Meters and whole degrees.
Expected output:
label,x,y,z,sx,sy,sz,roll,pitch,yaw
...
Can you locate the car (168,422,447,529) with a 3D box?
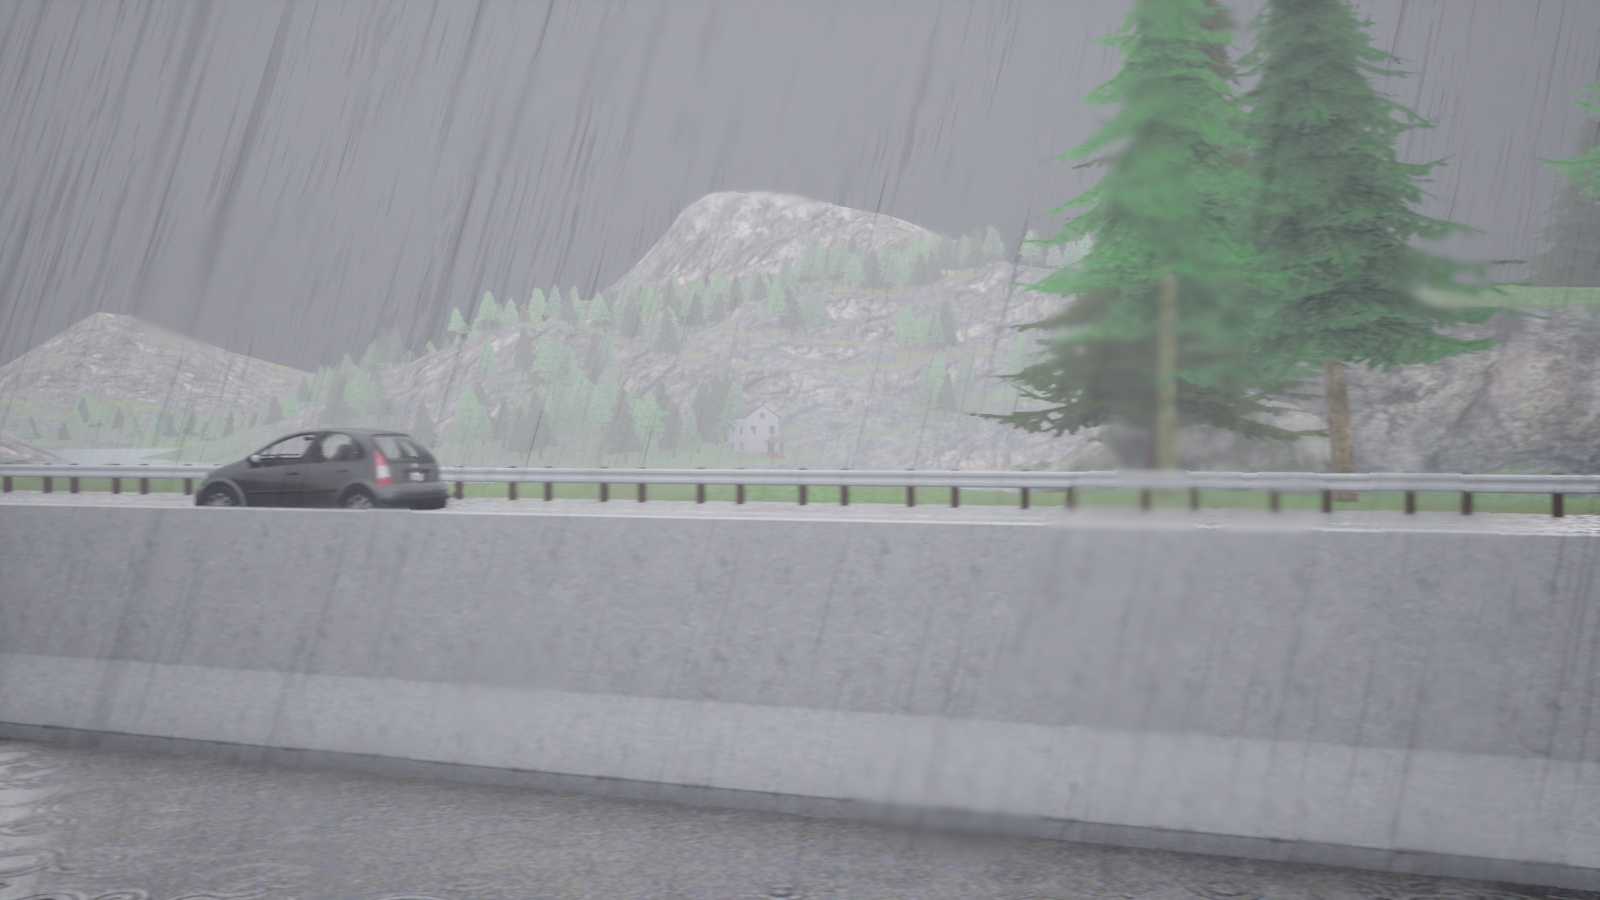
label,x,y,z,sx,sy,sz,roll,pitch,yaw
car,-8.054,0.360,20.607,3.988,1.617,1.851,1,1,18
